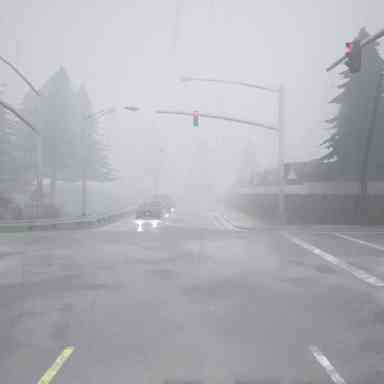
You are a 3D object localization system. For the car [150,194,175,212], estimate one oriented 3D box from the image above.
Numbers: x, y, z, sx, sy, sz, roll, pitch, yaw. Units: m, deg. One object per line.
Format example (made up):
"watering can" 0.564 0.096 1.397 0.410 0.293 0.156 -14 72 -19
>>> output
"car" -3.607 1.222 39.294 2.150 2.045 5.566 0 0 0

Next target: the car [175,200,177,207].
"car" -3.381 1.503 49.318 1.837 1.490 4.892 0 0 3

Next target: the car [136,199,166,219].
"car" -3.605 1.564 28.833 1.994 1.385 4.181 0 0 0

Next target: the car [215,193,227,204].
"car" 6.901 1.206 60.911 5.566 2.045 2.150 0 0 -22
